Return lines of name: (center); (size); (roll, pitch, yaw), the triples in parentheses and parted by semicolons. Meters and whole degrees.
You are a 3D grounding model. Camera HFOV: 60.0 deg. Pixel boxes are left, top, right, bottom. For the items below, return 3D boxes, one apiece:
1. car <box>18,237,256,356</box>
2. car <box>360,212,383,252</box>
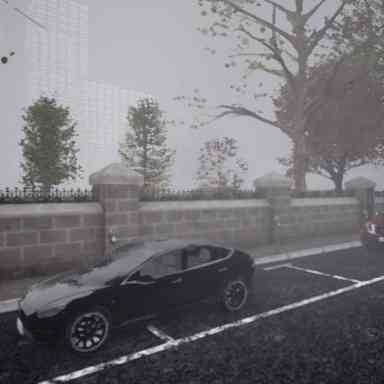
car: (-0.702, 1.557, 6.060); (4.313, 1.339, 1.947); (0, 0, -36)
car: (8.462, 1.274, 12.602); (5.009, 1.841, 2.192); (0, 0, -36)
